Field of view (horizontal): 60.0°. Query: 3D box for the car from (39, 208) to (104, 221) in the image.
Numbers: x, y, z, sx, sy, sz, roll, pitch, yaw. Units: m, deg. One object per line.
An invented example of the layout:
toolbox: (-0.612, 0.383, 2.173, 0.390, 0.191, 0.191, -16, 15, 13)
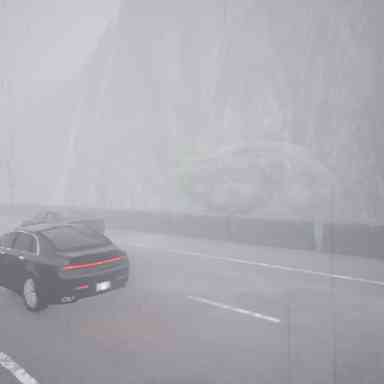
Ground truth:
car: (-5.802, 1.451, 14.653, 5.008, 1.535, 1.882, 0, 1, 42)

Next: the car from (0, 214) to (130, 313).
car: (-3.435, 1.503, 7.784, 4.892, 1.490, 1.837, 0, 1, 42)
